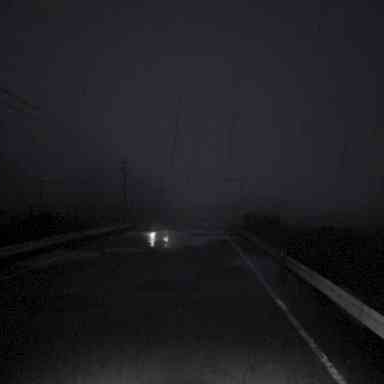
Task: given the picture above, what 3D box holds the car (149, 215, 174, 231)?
[{"bbox_3d":[-2.749,2.866,30.970,1.994,1.385,4.181,0,-3,1],"label":"car"}]
